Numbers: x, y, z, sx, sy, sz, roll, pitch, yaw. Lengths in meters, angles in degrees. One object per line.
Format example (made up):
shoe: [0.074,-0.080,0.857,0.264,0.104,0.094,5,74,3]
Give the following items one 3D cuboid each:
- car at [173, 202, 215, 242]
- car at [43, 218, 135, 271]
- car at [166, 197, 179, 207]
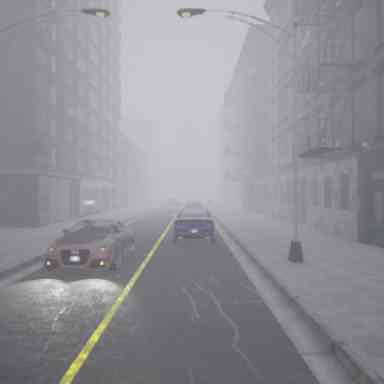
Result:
car: [0.098,1.495,16.507,1.882,1.535,5.008,0,0,0]
car: [-3.102,1.576,10.802,1.994,1.385,4.181,0,0,0]
car: [-3.071,1.555,53.540,1.837,1.490,4.892,0,0,0]
